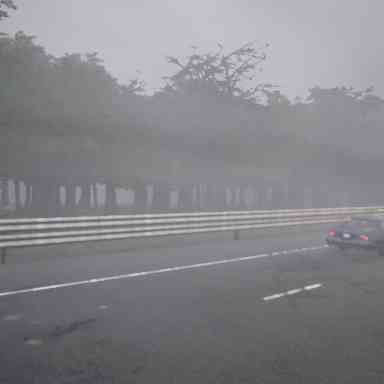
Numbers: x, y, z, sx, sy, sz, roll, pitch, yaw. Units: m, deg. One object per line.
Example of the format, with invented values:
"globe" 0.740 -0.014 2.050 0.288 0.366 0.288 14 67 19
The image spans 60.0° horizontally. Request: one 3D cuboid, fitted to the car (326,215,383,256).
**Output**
"car" 7.724 1.676 13.680 5.357 1.411 2.033 1 0 -35
